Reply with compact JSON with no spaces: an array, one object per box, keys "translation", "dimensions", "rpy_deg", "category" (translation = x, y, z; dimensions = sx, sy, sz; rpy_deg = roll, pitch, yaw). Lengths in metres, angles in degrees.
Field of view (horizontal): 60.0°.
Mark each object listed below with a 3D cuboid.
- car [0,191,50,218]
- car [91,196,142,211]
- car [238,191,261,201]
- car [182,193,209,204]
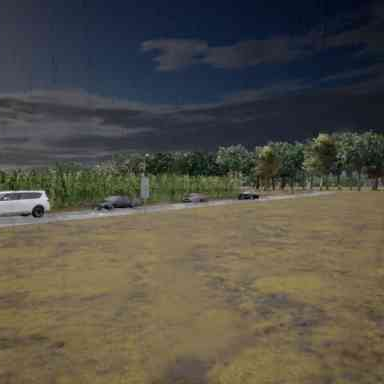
[{"translation":[-13.248,0.934,24.309],"dimensions":[2.150,2.045,5.566],"rpy_deg":[0,1,35],"category":"car"},{"translation":[-7.300,1.066,32.743],"dimensions":[2.033,1.411,5.357],"rpy_deg":[0,1,35],"category":"car"},{"translation":[8.778,0.561,50.427],"dimensions":[1.882,1.535,5.008],"rpy_deg":[0,1,35],"category":"car"},{"translation":[0.454,0.832,43.731],"dimensions":[1.994,1.385,4.181],"rpy_deg":[0,1,35],"category":"car"}]
